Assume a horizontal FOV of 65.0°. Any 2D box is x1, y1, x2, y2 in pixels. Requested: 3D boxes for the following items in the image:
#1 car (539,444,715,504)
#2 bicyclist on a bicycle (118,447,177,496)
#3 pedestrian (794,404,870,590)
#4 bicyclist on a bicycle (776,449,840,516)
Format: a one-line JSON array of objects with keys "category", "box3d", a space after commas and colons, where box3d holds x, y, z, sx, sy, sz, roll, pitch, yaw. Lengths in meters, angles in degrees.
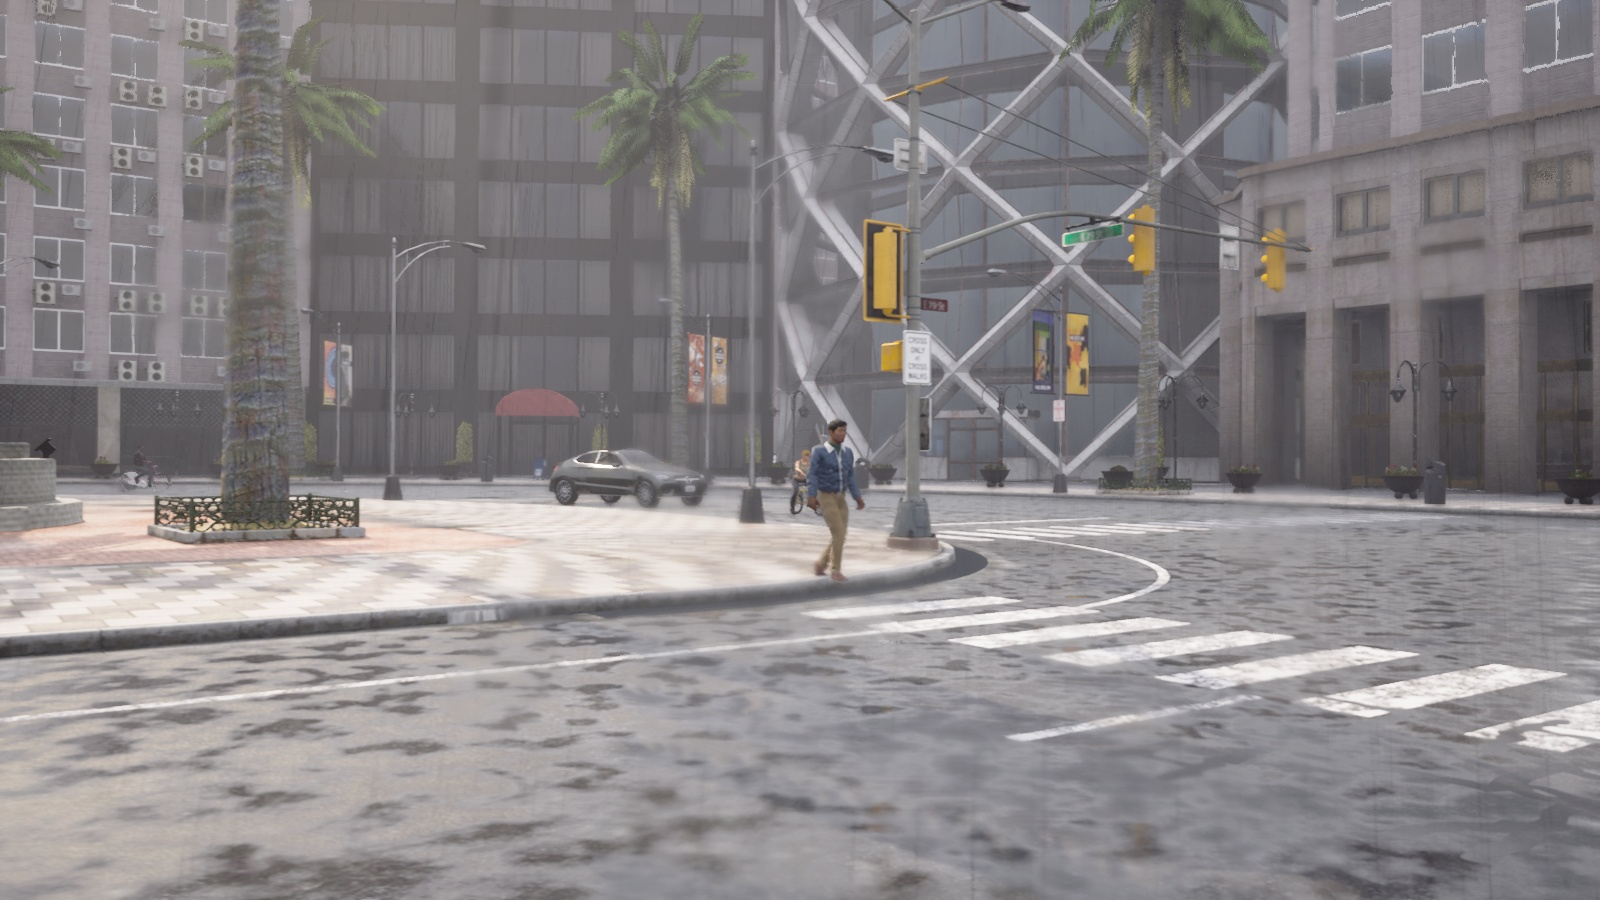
[{"category": "car", "box3d": [-5.122, 0.662, 36.846, 5.027, 1.651, 2.152, 0, 0, 36]}, {"category": "bicyclist on a bicycle", "box3d": [-24.380, 0.797, 46.951, 1.843, 1.776, 0.659, 0, 0, 0]}, {"category": "pedestrian", "box3d": [0.339, 0.494, 13.573, 0.423, 1.949, 0.788, 0, 0, -36]}, {"category": "bicyclist on a bicycle", "box3d": [0.185, 0.797, 31.157, 0.866, 1.612, 1.509, 0, 0, -37]}]
